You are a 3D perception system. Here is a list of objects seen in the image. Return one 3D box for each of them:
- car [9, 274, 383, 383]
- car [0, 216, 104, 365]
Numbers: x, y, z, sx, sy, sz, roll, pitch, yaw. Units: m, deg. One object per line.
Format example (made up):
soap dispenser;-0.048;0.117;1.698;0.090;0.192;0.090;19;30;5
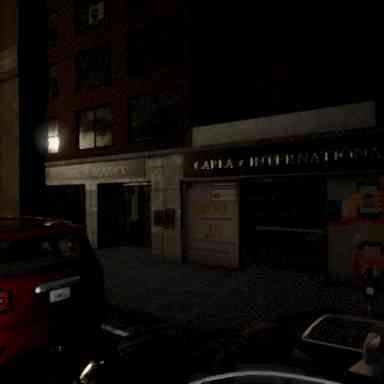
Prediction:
car;0.935;1.550;2.188;4.403;1.369;2.008;0;-1;36
car;-3.524;1.314;5.377;5.009;1.841;2.192;0;-1;36
